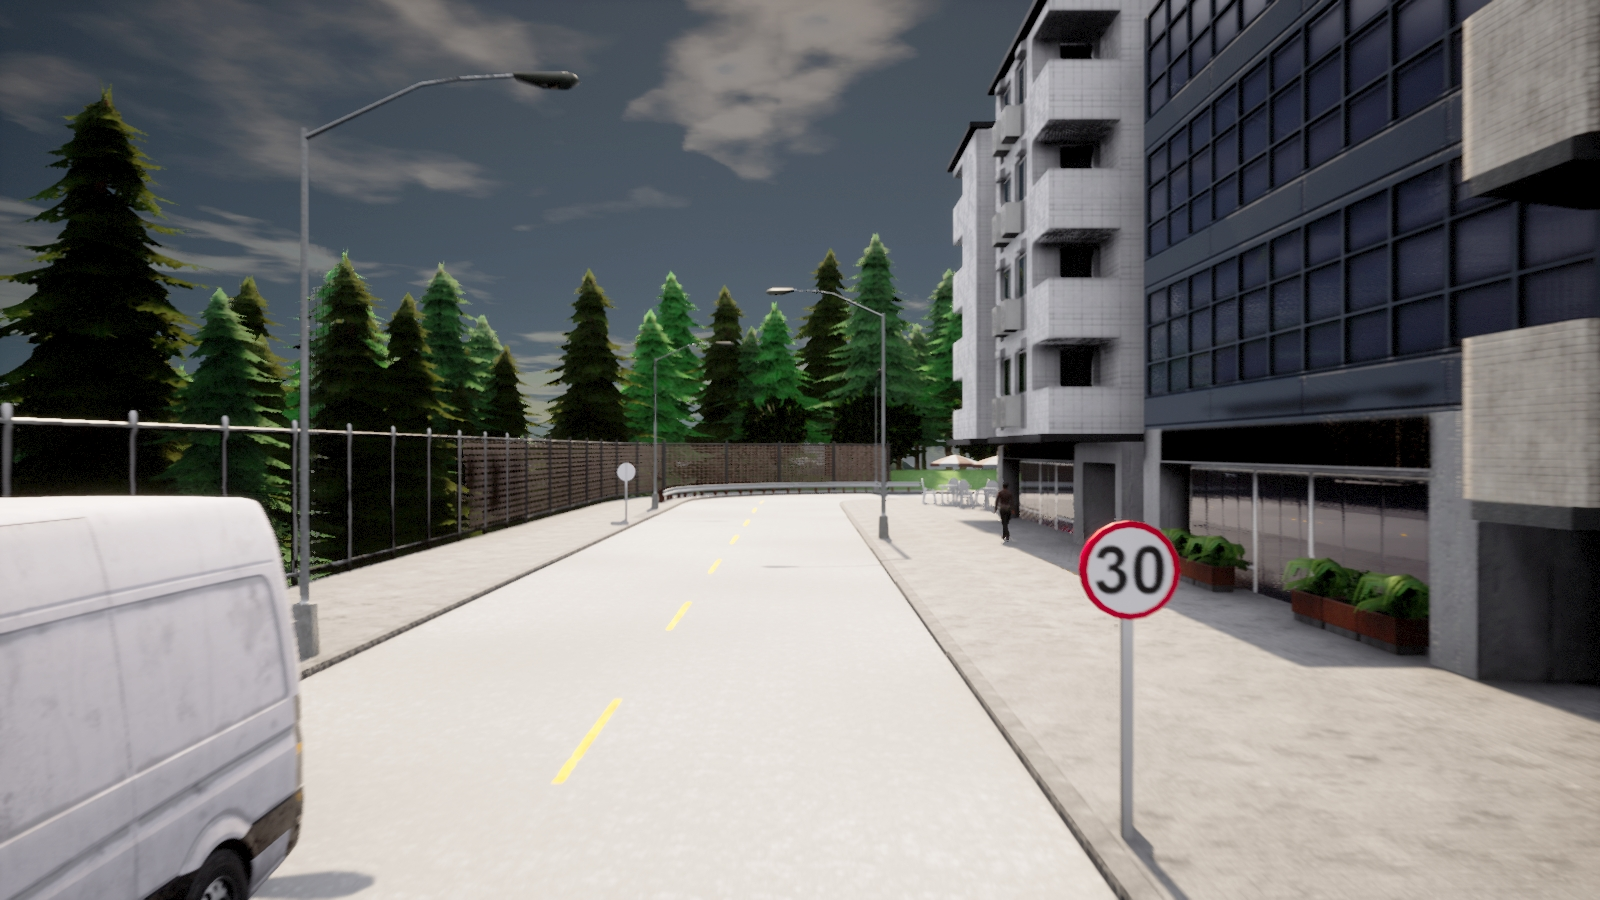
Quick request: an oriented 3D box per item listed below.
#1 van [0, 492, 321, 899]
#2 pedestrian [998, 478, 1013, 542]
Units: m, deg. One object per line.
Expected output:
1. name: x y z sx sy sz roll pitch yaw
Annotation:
1. van: -4.003 1.535 4.222 1.988 2.561 5.915 0 0 0
2. pedestrian: 6.008 1.744 33.389 0.375 1.860 0.375 0 0 1
